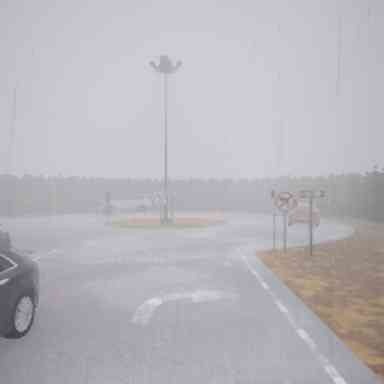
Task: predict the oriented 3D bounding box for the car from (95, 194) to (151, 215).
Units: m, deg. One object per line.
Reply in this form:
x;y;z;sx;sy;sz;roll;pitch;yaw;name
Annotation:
-6.944;1.205;33.882;5.566;2.045;2.150;0;-1;-26;car

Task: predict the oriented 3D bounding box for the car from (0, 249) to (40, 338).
-3.555;1.502;3.834;1.837;1.490;4.892;0;0;1;car

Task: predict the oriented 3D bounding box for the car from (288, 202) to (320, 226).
7.862;1.466;23.315;1.882;1.535;5.008;1;0;21;car
